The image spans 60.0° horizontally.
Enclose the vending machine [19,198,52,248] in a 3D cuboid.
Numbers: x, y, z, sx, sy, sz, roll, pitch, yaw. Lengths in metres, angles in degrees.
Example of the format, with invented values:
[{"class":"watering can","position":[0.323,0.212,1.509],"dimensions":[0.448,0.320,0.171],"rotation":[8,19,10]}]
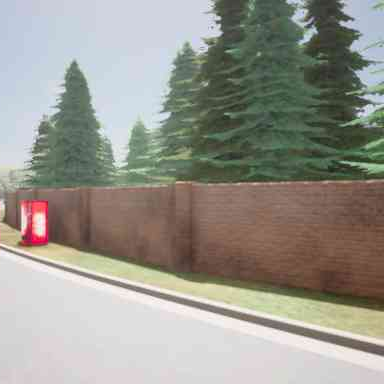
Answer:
[{"class":"vending machine","position":[-7.012,1.348,14.892],"dimensions":[1.100,2.100,0.880],"rotation":[0,-1,-44]}]
